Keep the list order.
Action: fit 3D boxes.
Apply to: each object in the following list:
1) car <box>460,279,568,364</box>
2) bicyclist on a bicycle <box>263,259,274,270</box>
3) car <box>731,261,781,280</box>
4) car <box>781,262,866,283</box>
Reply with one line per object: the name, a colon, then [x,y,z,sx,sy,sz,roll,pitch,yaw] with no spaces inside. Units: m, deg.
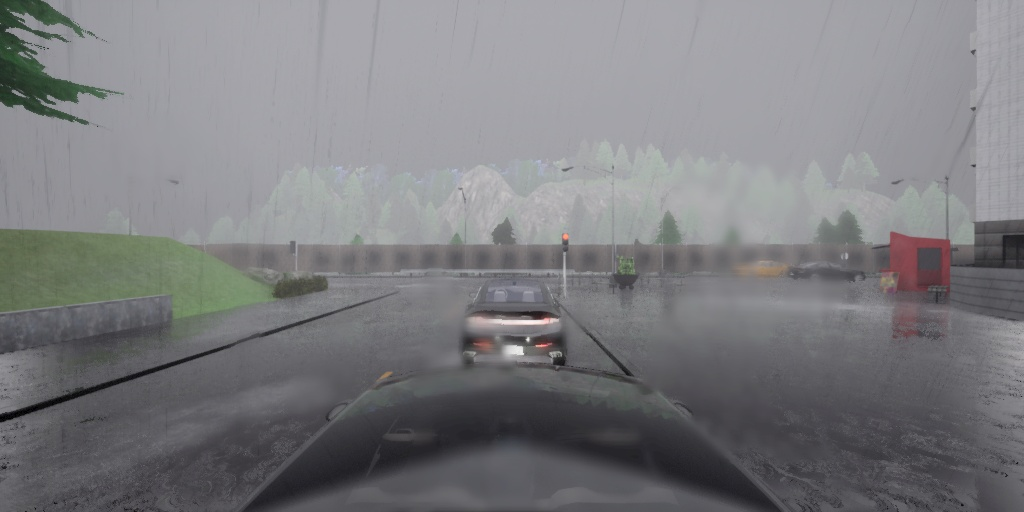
car: [0.053,1.241,7.923,2.128,1.511,4.902,0,0,0]
bicyclist on a bicycle: [-24.027,1.098,35.400,0.582,1.620,1.656,0,0,0]
car: [21.861,1.227,31.222,5.008,1.535,1.882,0,0,0]
car: [23.655,1.227,27.034,5.008,1.535,1.882,0,0,0]
